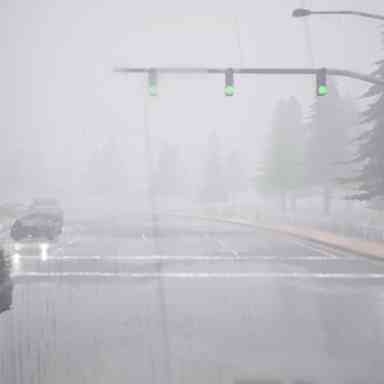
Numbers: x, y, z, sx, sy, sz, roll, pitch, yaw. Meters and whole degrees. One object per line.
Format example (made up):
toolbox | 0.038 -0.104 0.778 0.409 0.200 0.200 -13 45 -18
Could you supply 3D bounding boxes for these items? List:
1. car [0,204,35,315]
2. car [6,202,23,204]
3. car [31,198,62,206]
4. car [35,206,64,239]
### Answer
car | -5.562 1.265 4.695 5.566 2.045 2.150 0 -1 0
car | -18.886 1.847 35.669 5.008 1.535 1.882 -1 -1 41
car | -12.293 1.502 27.778 2.150 2.045 5.566 0 -1 -32
car | -8.345 1.718 18.381 2.033 1.411 5.357 0 -1 -14
